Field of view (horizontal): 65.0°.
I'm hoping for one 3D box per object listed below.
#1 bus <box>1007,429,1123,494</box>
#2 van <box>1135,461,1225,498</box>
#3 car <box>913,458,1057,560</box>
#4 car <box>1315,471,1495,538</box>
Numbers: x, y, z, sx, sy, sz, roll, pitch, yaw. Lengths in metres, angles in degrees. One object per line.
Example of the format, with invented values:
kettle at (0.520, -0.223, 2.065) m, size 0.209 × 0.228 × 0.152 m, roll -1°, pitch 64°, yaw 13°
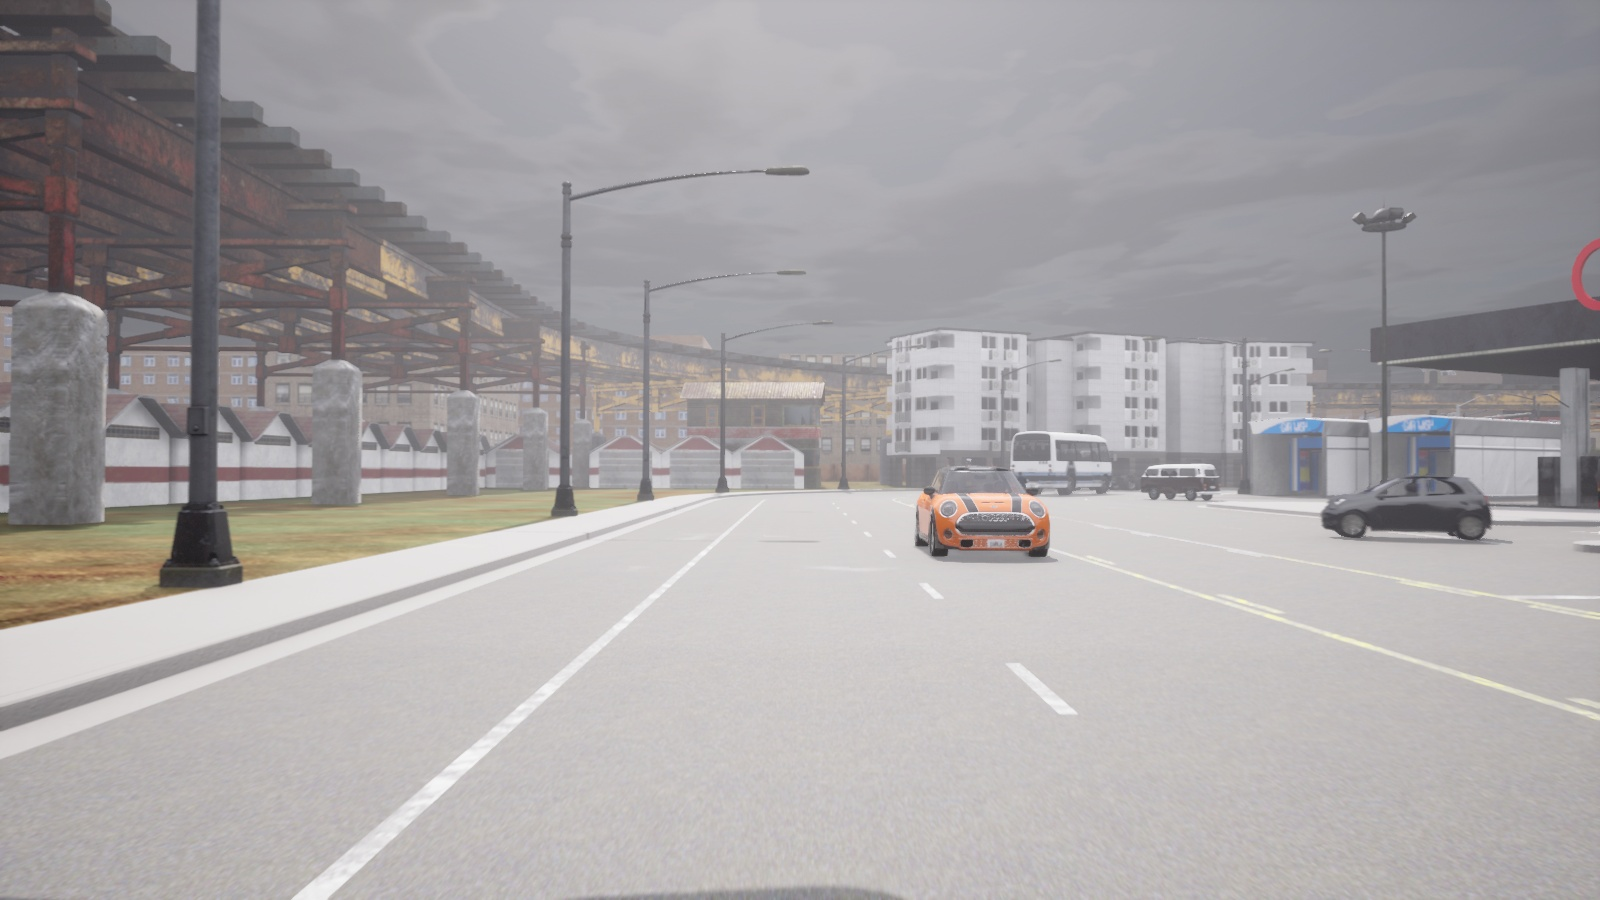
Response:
bus at (18.652, 0.832, 87.714) m, size 3.944 × 4.253 × 10.273 m, roll -1°, pitch -1°, yaw 37°
van at (21.480, 1.642, 71.070) m, size 2.069 × 2.038 × 4.480 m, roll 1°, pitch -1°, yaw -37°
car at (3.445, 1.065, 24.249) m, size 2.097 × 1.767 × 4.553 m, roll 0°, pitch -1°, yaw 0°
car at (14.364, 1.274, 30.021) m, size 3.633 × 1.501 × 1.845 m, roll -1°, pitch -1°, yaw 18°
